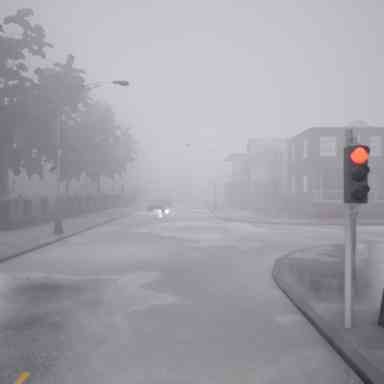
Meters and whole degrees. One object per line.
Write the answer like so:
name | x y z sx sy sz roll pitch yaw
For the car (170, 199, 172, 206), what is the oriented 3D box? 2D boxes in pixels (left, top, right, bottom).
car | -4.029 1.433 49.425 2.128 1.511 4.902 0 0 0

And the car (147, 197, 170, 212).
car | -4.056 1.502 39.087 2.033 1.411 5.357 0 0 0
